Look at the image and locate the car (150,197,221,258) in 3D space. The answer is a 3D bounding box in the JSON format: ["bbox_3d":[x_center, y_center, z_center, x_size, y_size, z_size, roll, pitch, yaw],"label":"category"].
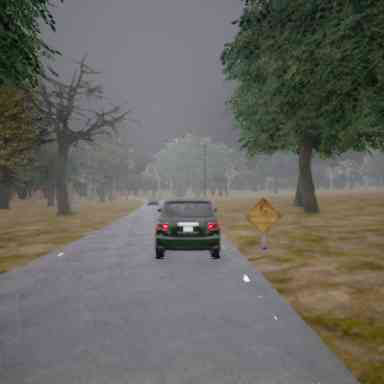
[{"bbox_3d":[-0.172,1.206,12.778,2.150,2.045,5.566,0,0,-1],"label":"car"}]

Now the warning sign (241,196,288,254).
[{"bbox_3d":[2.454,1.101,11.433,1.300,1.860,1.060,-1,-1,-2],"label":"warning sign"}]

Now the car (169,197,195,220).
[{"bbox_3d":[-0.899,1.321,28.636,2.097,1.767,4.553,0,0,-3],"label":"car"}]

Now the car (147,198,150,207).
[{"bbox_3d":[-6.120,1.541,52.886,2.033,1.411,5.357,0,0,-6],"label":"car"}]
